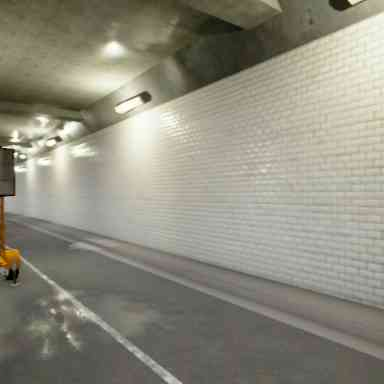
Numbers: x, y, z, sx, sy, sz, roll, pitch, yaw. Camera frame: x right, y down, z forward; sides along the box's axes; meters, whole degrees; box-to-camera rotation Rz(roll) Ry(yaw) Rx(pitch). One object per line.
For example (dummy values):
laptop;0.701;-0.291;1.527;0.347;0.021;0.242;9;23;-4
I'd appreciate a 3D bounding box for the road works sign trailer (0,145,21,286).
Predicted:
road works sign trailer;-5.963;0.524;8.666;2.380;3.560;2.880;0;0;-37
